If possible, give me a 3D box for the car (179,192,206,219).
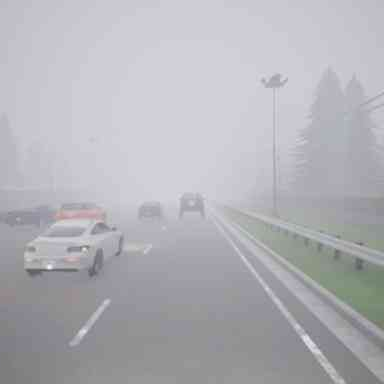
[{"bbox_3d":[0.006,1.050,29.107,2.150,2.045,5.566,0,0,0],"label":"car"}]

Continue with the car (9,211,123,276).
[{"bbox_3d":[-3.397,1.532,10.235,1.812,1.442,4.674,0,0,0],"label":"car"}]

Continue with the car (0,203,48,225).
[{"bbox_3d":[-10.396,1.491,22.407,1.882,1.535,5.008,0,0,0],"label":"car"}]

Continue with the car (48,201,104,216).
[{"bbox_3d":[-6.897,1.365,21.014,2.097,1.767,4.553,0,0,0],"label":"car"}]

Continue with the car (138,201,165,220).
[{"bbox_3d":[-3.394,1.496,28.676,1.882,1.535,5.008,0,0,0],"label":"car"}]

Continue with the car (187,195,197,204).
[{"bbox_3d":[0.012,1.343,58.977,1.837,1.490,4.892,0,0,0],"label":"car"}]
